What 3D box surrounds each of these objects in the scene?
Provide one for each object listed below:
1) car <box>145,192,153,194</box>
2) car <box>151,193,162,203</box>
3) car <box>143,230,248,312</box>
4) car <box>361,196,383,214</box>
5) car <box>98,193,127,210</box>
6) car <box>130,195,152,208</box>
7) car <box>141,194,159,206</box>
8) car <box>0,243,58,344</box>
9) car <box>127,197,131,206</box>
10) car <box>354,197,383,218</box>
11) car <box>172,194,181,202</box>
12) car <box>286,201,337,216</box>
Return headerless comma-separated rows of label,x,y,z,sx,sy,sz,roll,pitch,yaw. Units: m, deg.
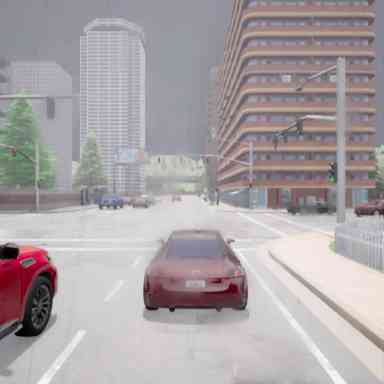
car,-10.567,1.191,74.763,2.150,2.045,5.566,0,0,0
car,-7.082,1.495,66.928,1.812,1.442,4.674,0,0,1
car,0.086,1.560,7.775,1.994,1.385,4.181,0,0,1
car,19.834,1.281,34.194,4.553,1.767,2.097,0,0,-27
car,-10.615,1.201,44.048,2.150,2.045,5.566,0,0,2
car,-7.124,1.504,46.904,1.812,1.442,4.674,0,0,-2
car,-7.138,1.500,55.762,1.812,1.442,4.674,0,0,0
car,-3.434,1.220,3.496,2.150,2.045,5.566,0,0,0
car,-10.638,1.501,53.803,1.812,1.442,4.674,0,0,0
car,16.552,1.409,29.075,5.008,1.535,1.882,0,0,-20
car,-3.570,1.319,77.686,2.097,1.767,4.553,0,0,0
car,11.395,1.531,31.342,4.718,1.301,1.895,0,0,-12
